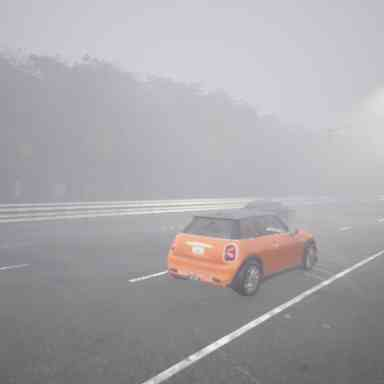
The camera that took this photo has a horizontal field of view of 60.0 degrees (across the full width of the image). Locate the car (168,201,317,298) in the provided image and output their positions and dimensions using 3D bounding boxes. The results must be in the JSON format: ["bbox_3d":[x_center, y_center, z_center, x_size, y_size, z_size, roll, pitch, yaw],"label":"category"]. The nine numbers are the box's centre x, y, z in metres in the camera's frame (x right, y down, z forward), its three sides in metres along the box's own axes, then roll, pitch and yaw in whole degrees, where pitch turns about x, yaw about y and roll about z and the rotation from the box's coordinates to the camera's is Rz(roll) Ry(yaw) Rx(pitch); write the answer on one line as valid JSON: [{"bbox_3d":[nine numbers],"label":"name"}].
[{"bbox_3d":[1.549,1.270,8.715,2.097,1.767,4.553,1,1,42],"label":"car"}]
